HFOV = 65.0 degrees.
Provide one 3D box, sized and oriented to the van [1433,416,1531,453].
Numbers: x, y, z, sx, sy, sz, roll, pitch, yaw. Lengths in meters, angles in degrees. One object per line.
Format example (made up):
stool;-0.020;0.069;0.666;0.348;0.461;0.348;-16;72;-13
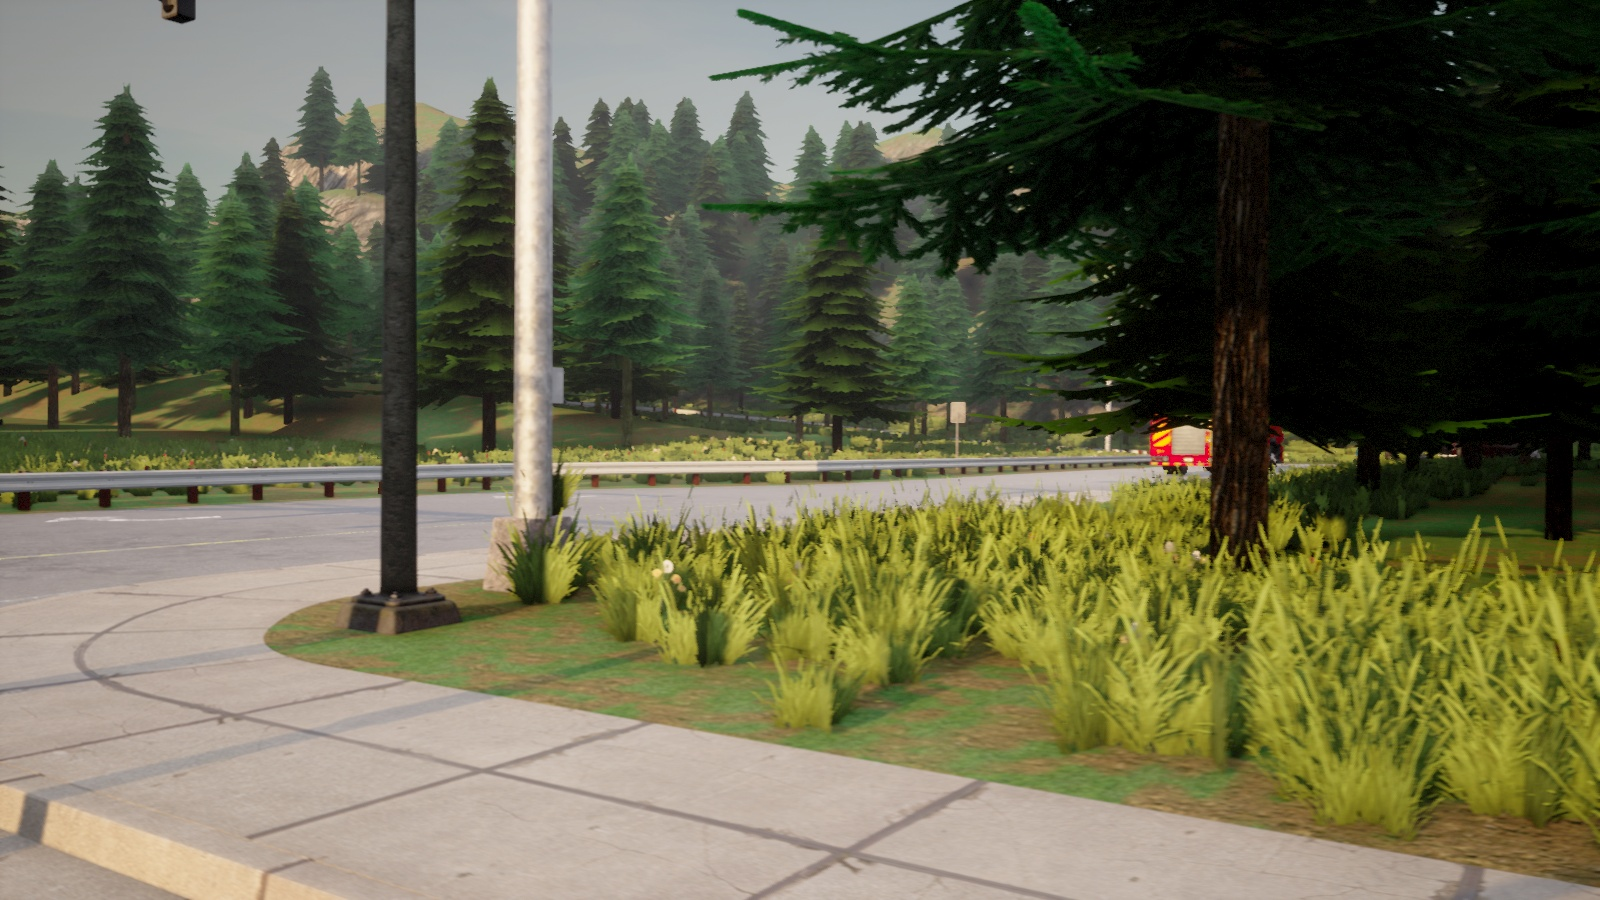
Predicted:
van;38.502;-0.873;70.956;4.480;2.038;2.069;0;1;-6

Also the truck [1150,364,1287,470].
truck;16.661;-1.263;49.529;2.891;3.827;8.468;0;1;35
